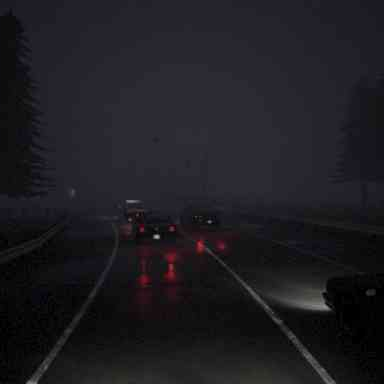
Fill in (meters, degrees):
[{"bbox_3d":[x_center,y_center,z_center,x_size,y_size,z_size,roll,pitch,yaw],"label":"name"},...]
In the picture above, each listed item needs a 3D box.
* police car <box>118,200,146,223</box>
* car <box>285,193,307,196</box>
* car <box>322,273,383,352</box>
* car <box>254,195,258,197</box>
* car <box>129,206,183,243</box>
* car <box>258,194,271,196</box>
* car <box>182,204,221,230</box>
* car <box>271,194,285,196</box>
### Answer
[{"bbox_3d":[-4.482,1.413,25.379,1.930,1.638,5.238,0,0,-18],"label":"police car"},{"bbox_3d":[25.966,1.386,82.938,4.181,1.385,1.994,0,0,-33],"label":"car"},{"bbox_3d":[3.353,1.534,3.428,2.033,1.411,5.357,0,0,-4],"label":"car"},{"bbox_3d":[18.043,1.403,90.356,4.181,1.385,1.994,0,0,-29],"label":"car"},{"bbox_3d":[-1.910,1.590,16.119,1.895,1.301,4.718,0,0,-12],"label":"car"},{"bbox_3d":[20.798,1.370,87.918,4.902,1.511,2.128,0,0,-29],"label":"car"},{"bbox_3d":[0.456,1.502,21.106,1.812,1.442,4.674,0,0,-14],"label":"car"},{"bbox_3d":[23.426,1.194,85.436,4.553,1.767,2.097,0,0,-33],"label":"car"}]
